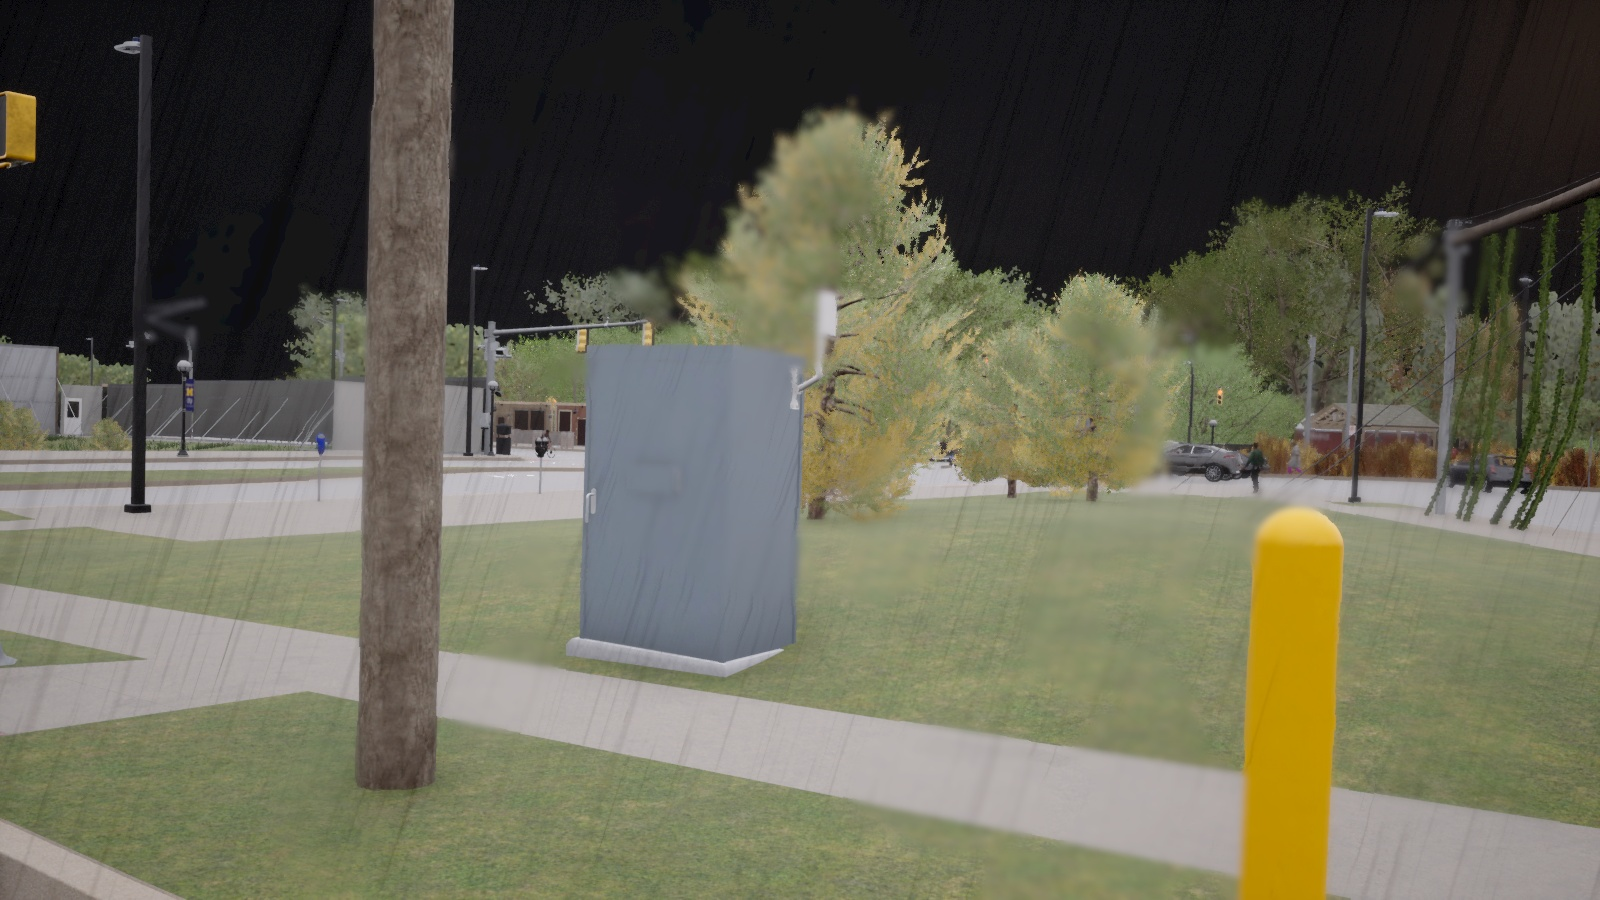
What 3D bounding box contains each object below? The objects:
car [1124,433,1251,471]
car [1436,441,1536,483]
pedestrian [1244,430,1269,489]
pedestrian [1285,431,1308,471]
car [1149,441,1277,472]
[{"bbox_3d":[17.393,0.084,56.400,5.027,1.651,2.152,0,1,34],"label":"car"},{"bbox_3d":[27.463,0.452,50.404,1.845,1.501,3.633,1,2,-4],"label":"car"},{"bbox_3d":[15.313,0.326,42.137,0.423,1.949,0.788,1,2,-9],"label":"pedestrian"},{"bbox_3d":[25.167,0.046,63.652,0.873,1.952,0.659,2,2,34],"label":"pedestrian"},{"bbox_3d":[19.501,0.293,59.383,5.357,1.411,2.033,0,1,34],"label":"car"}]
